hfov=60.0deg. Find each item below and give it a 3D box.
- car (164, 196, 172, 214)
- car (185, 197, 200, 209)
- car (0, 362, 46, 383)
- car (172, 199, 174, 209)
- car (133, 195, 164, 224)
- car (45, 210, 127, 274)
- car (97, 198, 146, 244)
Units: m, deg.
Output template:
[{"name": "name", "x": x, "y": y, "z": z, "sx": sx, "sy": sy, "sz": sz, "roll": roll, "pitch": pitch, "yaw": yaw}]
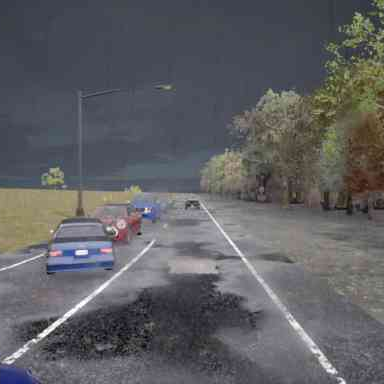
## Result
[{"name": "car", "x": -3.598, "y": 1.351, "z": 35.285, "sx": 2.097, "sy": 1.767, "sz": 4.553, "roll": 0, "pitch": 0, "yaw": 0}, {"name": "car", "x": 0.053, "y": 1.501, "z": 44.281, "sx": 1.837, "sy": 1.490, "sz": 4.892, "roll": 0, "pitch": 0, "yaw": 0}, {"name": "car", "x": -2.056, "y": 1.525, "z": 0.618, "sx": 1.812, "sy": 1.442, "sz": 4.674, "roll": 0, "pitch": 0, "yaw": 6}, {"name": "car", "x": -3.599, "y": 1.347, "z": 45.292, "sx": 2.097, "sy": 1.767, "sz": 4.553, "roll": 0, "pitch": 0, "yaw": 0}, {"name": "car", "x": -3.607, "y": 1.223, "z": 25.281, "sx": 2.150, "sy": 2.045, "sz": 5.566, "roll": 0, "pitch": 0, "yaw": -1}, {"name": "car", "x": -3.544, "y": 1.549, "z": 10.644, "sx": 2.033, "sy": 1.411, "sz": 5.357, "roll": 0, "pitch": 0, "yaw": -19}, {"name": "car", "x": -3.674, "y": 1.353, "z": 15.619, "sx": 2.097, "sy": 1.767, "sz": 4.553, "roll": 0, "pitch": 0, "yaw": 1}]
